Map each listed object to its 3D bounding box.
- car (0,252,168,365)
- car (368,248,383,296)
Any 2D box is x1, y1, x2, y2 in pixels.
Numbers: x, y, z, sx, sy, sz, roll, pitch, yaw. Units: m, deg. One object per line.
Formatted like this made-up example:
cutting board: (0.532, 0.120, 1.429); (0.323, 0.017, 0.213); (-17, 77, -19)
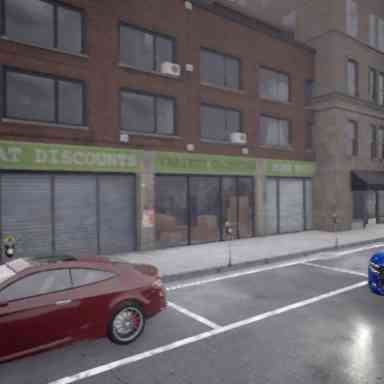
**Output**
car: (-2.346, 1.608, 4.849); (4.206, 1.307, 1.802); (0, -1, -36)
car: (5.940, 1.481, 7.615); (5.008, 1.535, 1.882); (0, 0, -36)
